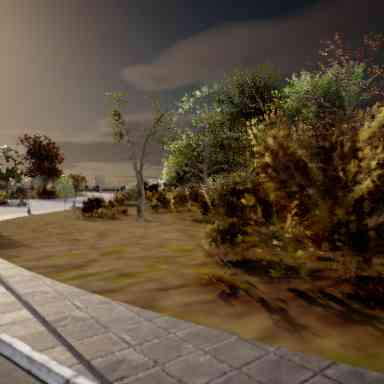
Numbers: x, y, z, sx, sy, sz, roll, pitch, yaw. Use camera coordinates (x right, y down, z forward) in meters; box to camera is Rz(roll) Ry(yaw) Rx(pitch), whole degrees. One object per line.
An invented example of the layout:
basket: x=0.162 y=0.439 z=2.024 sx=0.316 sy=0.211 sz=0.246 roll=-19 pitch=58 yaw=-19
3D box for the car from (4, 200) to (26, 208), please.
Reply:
car: x=-33.090 y=2.183 z=63.005 sx=1.812 sy=1.442 sz=4.674 roll=1 pitch=0 yaw=-4

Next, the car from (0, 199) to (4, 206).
car: x=-36.579 y=2.091 z=62.741 sx=1.882 sy=1.535 sz=5.008 roll=1 pitch=0 yaw=-4
